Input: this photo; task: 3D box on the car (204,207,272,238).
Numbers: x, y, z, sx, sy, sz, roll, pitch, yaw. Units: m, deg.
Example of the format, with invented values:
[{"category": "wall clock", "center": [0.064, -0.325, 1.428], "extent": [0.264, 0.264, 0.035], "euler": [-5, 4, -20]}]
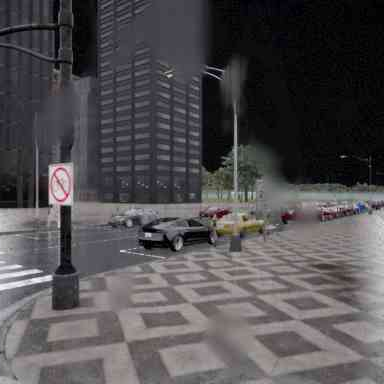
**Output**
[{"category": "car", "center": [2.859, 1.823, 19.582], "extent": [1.752, 1.417, 4.829], "euler": [-1, -2, 36]}]

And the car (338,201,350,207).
[{"category": "car", "center": [38.446, 3.036, 84.118], "extent": [2.008, 1.369, 4.403], "euler": [-1, -1, 36]}]

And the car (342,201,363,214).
[{"category": "car", "center": [22.431, 2.294, 47.009], "extent": [1.967, 1.590, 4.097], "euler": [-1, -2, 36]}]

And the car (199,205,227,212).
[{"category": "car", "center": [2.383, 2.015, 33.590], "extent": [1.887, 1.381, 4.507], "euler": [-1, -2, 36]}]

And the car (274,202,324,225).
[{"category": "car", "center": [9.317, 1.791, 28.637], "extent": [2.192, 1.841, 5.009], "euler": [-1, -2, 36]}]

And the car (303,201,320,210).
[{"category": "car", "center": [22.053, 2.475, 61.153], "extent": [1.967, 1.590, 4.097], "euler": [-1, -2, 36]}]

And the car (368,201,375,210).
[{"category": "car", "center": [28.990, 2.591, 56.194], "extent": [2.008, 1.369, 4.403], "euler": [-1, -2, 36]}]

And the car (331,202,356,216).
[{"category": "car", "center": [19.153, 2.303, 42.413], "extent": [1.887, 1.381, 4.507], "euler": [-1, -2, 36]}]

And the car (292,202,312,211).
[{"category": "car", "center": [18.775, 2.493, 56.557], "extent": [2.008, 1.369, 4.403], "euler": [-1, -2, 36]}]

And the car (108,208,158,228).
[{"category": "car", "center": [-4.173, 1.840, 24.402], "extent": [2.008, 1.369, 4.403], "euler": [-1, -1, 36]}]

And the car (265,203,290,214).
[{"category": "car", "center": [12.217, 2.304, 47.369], "extent": [2.008, 1.369, 4.403], "euler": [-1, -2, 36]}]

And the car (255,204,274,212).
[{"category": "car", "center": [8.939, 2.208, 42.776], "extent": [2.008, 1.369, 4.403], "euler": [-1, -2, 36]}]

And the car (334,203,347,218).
[{"category": "car", "center": [15.879, 2.245, 37.823], "extent": [1.802, 1.307, 4.206], "euler": [-1, -2, 36]}]

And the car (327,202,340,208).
[{"category": "car", "center": [31.889, 2.889, 74.931], "extent": [1.802, 1.307, 4.206], "euler": [-1, -2, 36]}]

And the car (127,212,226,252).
[{"category": "car", "center": [-0.517, 1.774, 14.850], "extent": [1.947, 1.339, 4.313], "euler": [-1, -2, 36]}]

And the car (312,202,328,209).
[{"category": "car", "center": [25.332, 2.671, 65.744], "extent": [1.887, 1.381, 4.507], "euler": [-1, -2, 36]}]

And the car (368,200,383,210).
[{"category": "car", "center": [35.547, 2.538, 65.388], "extent": [2.192, 1.841, 5.009], "euler": [-1, -2, 36]}]

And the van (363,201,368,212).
[{"category": "van", "center": [25.710, 2.288, 51.605], "extent": [1.690, 1.788, 3.998], "euler": [-1, -2, 36]}]

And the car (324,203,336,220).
[{"category": "car", "center": [12.596, 2.113, 33.225], "extent": [1.887, 1.381, 4.507], "euler": [-1, -2, 36]}]
